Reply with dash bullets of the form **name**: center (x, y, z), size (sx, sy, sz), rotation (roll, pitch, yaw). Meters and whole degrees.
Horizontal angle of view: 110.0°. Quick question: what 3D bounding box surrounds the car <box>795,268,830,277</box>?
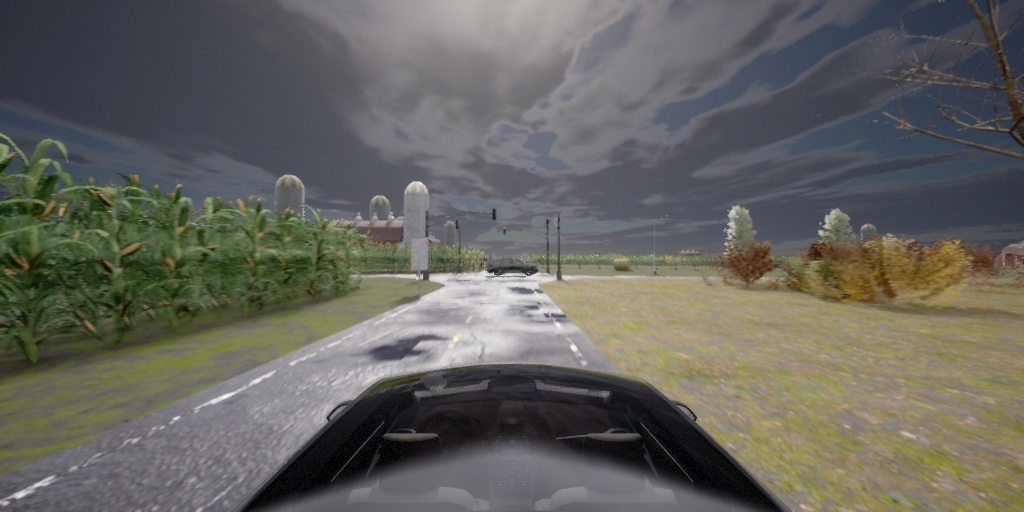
- **car**: center (34.726, 1.774, 41.025), size (4.902, 1.511, 2.128), rotation (1, -2, -4)

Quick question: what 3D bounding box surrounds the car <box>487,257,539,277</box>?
- **car**: center (0.060, 1.163, 38.622), size (5.566, 2.045, 2.150), rotation (0, -1, -4)
